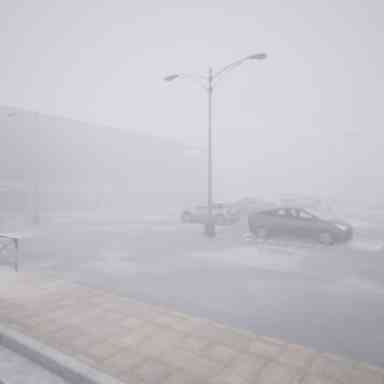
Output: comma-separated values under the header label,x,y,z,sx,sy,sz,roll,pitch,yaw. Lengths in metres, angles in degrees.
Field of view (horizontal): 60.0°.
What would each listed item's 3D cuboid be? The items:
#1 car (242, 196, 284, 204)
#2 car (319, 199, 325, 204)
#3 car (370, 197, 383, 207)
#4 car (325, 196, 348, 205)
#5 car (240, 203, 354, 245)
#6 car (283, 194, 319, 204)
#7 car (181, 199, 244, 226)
label,x,y,z,sx,sy,sz,roll,pitch,yaw
car,4.596,1.277,27.564,5.027,1.636,2.152,0,0,35
car,13.317,1.218,40.626,4.605,1.855,1.932,0,0,35
car,28.491,1.547,49.011,3.806,1.475,1.970,0,0,35
car,24.149,1.494,55.727,3.633,1.501,1.845,0,0,35
car,4.802,1.463,15.078,4.514,1.523,2.007,0,0,35
car,11.978,1.200,38.015,3.866,1.878,1.905,0,0,35
car,1.158,1.358,22.136,3.806,1.475,1.970,0,0,35
